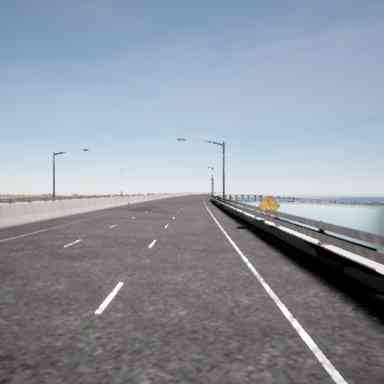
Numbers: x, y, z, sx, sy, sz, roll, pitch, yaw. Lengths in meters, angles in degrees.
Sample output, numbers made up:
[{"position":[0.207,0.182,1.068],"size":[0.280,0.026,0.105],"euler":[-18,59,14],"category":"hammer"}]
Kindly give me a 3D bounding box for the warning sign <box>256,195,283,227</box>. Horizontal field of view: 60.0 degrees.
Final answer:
[{"position":[4.608,1.117,19.846],"size":[1.300,1.860,1.060],"euler":[-1,-1,0],"category":"warning sign"}]
